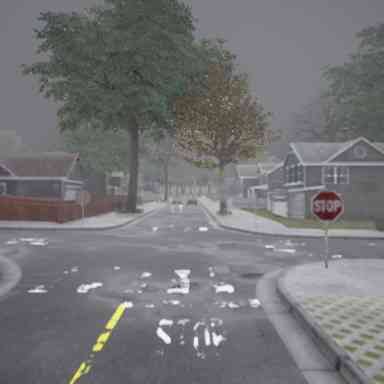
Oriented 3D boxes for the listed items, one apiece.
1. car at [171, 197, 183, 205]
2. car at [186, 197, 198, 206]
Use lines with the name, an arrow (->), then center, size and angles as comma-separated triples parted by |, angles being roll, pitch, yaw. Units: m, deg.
car -> -2.740, 1.643, 62.569 | 1.837, 1.490, 4.892 | 0, 0, 0
car -> 0.009, 1.632, 57.978 | 1.837, 1.490, 4.892 | 0, 0, 0
